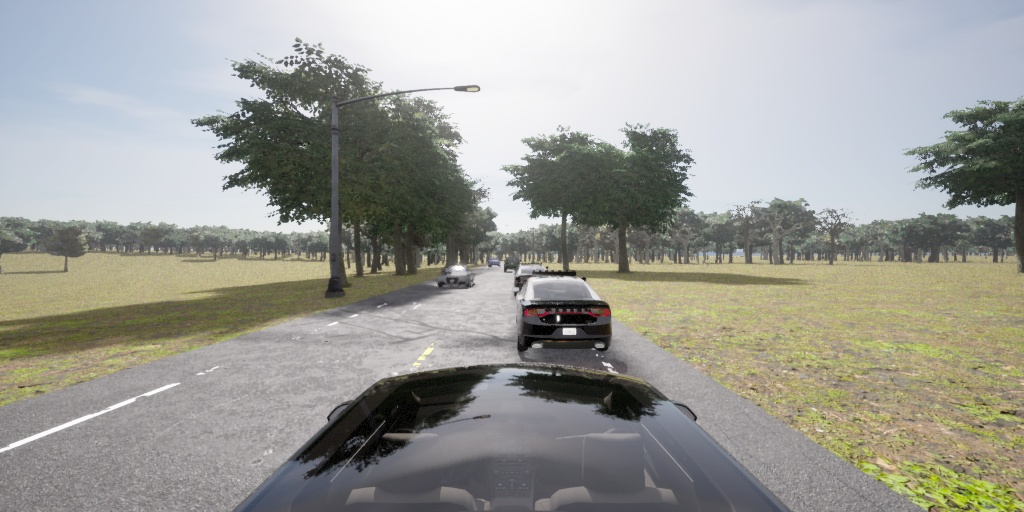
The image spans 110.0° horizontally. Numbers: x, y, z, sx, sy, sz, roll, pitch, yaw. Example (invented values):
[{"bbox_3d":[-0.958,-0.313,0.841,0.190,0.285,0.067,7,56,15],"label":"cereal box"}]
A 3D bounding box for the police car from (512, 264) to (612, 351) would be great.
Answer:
[{"bbox_3d":[1.048,1.173,9.126,1.930,1.638,5.238,0,0,0],"label":"police car"}]

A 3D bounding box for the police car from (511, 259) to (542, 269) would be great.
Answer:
[{"bbox_3d":[1.045,1.172,19.128,1.930,1.638,5.238,0,0,0],"label":"police car"}]

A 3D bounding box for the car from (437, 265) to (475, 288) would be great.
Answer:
[{"bbox_3d":[-3.607,1.315,23.639,1.994,1.385,4.181,0,0,0],"label":"car"}]

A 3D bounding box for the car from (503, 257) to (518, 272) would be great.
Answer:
[{"bbox_3d":[0.018,1.106,48.488,2.150,2.045,5.566,0,-1,0],"label":"car"}]
